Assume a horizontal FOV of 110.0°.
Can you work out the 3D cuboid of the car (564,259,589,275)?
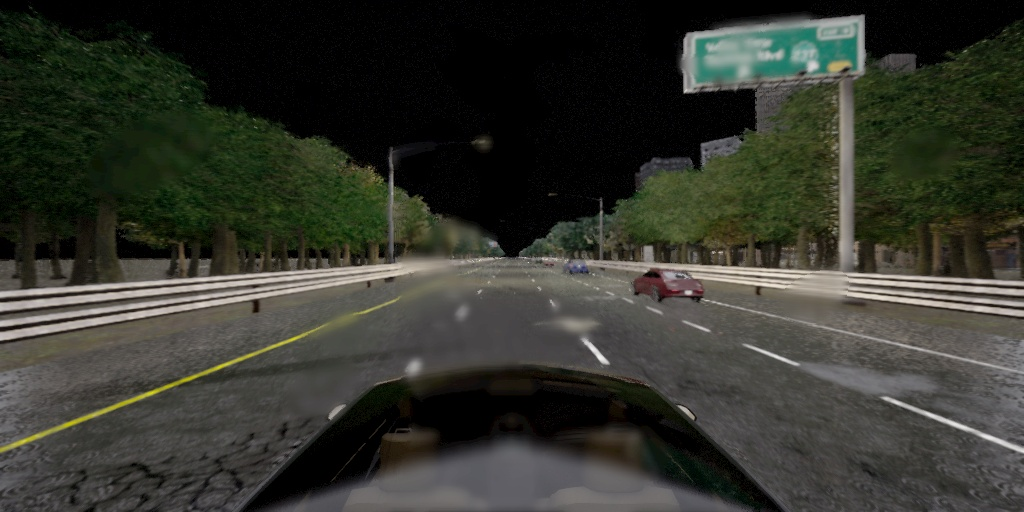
[{"bbox_3d":[6.995,1.117,39.512,2.097,1.767,4.553,0,0,0],"label":"car"}]

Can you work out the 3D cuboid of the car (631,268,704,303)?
[{"bbox_3d":[6.998,1.283,16.519,1.812,1.442,4.674,0,0,0],"label":"car"}]
